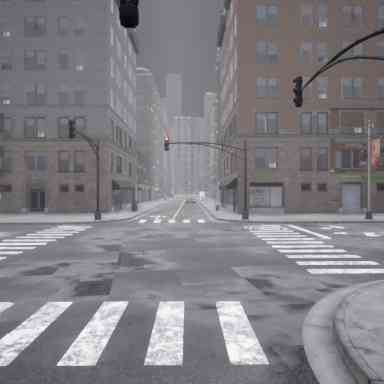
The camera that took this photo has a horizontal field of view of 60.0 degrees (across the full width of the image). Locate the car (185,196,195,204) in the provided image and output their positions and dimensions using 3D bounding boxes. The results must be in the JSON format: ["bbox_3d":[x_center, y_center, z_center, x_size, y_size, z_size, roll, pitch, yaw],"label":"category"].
[{"bbox_3d":[-0.306,1.649,63.698,1.895,1.301,4.718,0,0,0],"label":"car"}]

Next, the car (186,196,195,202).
[{"bbox_3d":[-0.375,1.484,73.703,1.895,1.301,4.718,0,0,0],"label":"car"}]
